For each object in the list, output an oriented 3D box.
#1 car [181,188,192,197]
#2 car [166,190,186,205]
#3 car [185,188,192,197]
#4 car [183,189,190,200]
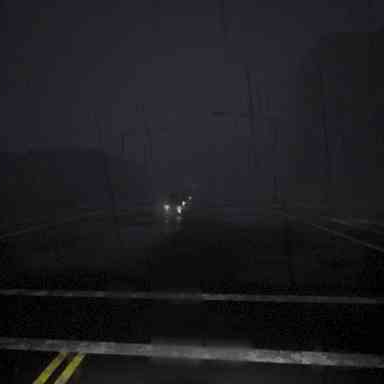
[{"bbox_3d":[-1.110,0.048,70.018,2.097,1.767,4.553,0,1,2],"label":"car"},{"bbox_3d":[-2.164,0.810,42.096,1.837,1.490,4.892,0,1,2],"label":"car"},{"bbox_3d":[-1.485,0.467,59.831,2.033,1.411,5.357,0,1,3],"label":"car"},{"bbox_3d":[-1.833,0.676,50.977,1.994,1.385,4.181,0,1,2],"label":"car"}]
